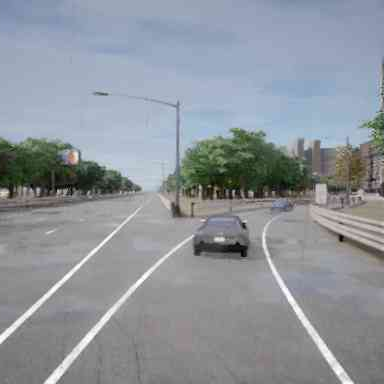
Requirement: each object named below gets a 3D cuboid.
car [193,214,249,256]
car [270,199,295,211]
[{"bbox_3d":[1.265,1.576,13.222,1.994,1.385,4.181,0,0,9],"label":"car"},{"bbox_3d":[11.287,1.600,41.393,2.033,1.411,5.357,0,0,30],"label":"car"}]
